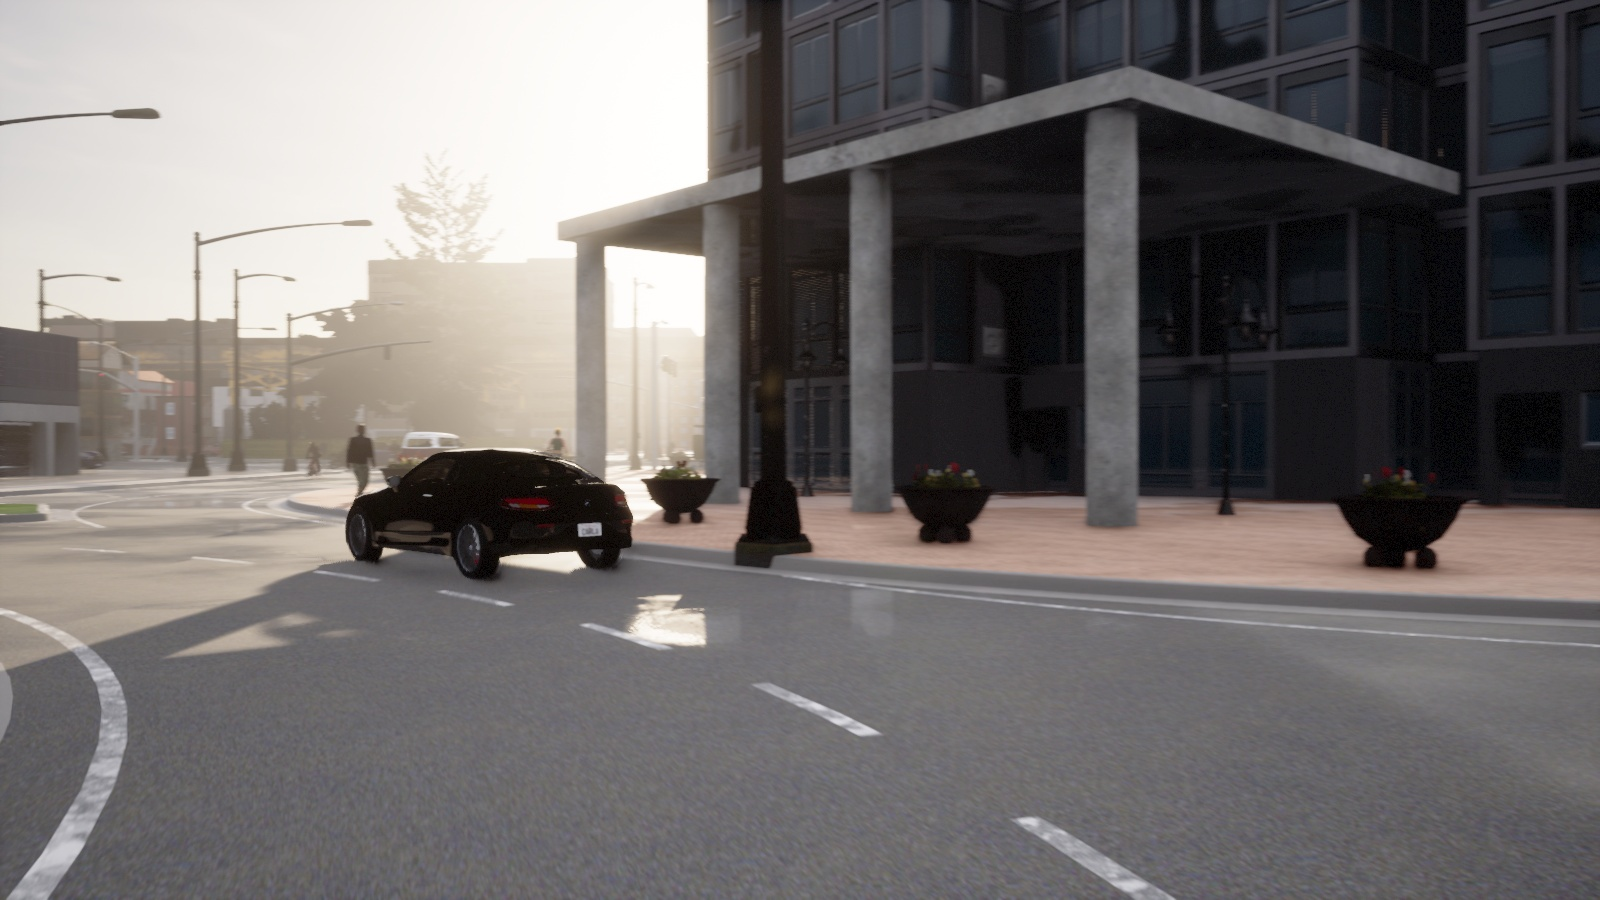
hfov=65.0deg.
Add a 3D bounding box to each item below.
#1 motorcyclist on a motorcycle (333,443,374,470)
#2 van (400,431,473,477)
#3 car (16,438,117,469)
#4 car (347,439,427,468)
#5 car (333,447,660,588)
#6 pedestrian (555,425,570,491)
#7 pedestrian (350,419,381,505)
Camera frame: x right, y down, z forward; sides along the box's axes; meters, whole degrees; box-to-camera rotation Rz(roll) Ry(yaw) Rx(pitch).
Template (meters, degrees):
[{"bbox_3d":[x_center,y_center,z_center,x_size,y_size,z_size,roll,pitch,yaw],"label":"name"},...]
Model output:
[{"bbox_3d":[-25.678,0.354,72.260,2.044,1.523,0.797,0,0,0],"label":"motorcyclist on a motorcycle"},{"bbox_3d":[-16.682,0.164,57.902,2.069,2.038,4.480,0,0,0],"label":"van"},{"bbox_3d":[-42.092,0.200,72.154,4.553,1.767,2.097,0,0,0],"label":"car"},{"bbox_3d":[-25.501,0.201,77.560,4.553,1.767,2.097,0,0,-22],"label":"car"},{"bbox_3d":[-3.839,0.691,15.293,1.812,1.442,4.674,0,0,-43],"label":"car"},{"bbox_3d":[-6.664,0.232,35.292,0.345,1.836,0.594,0,0,-5],"label":"pedestrian"},{"bbox_3d":[-9.459,0.254,27.347,0.431,1.840,0.703,0,0,-37],"label":"pedestrian"}]
